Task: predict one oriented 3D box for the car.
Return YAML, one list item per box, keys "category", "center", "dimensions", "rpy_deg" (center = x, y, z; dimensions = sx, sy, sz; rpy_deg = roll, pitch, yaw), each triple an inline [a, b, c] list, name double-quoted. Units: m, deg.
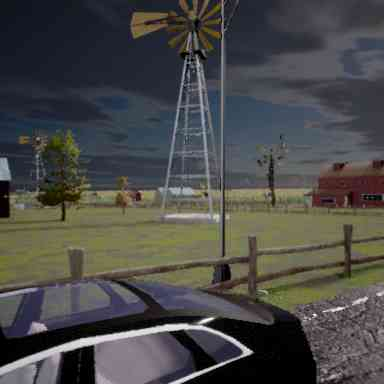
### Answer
- category: "car"
  center: [-1.195, 1.499, 2.191]
  dimensions: [4.902, 1.511, 2.128]
  rpy_deg: [0, 0, -35]
